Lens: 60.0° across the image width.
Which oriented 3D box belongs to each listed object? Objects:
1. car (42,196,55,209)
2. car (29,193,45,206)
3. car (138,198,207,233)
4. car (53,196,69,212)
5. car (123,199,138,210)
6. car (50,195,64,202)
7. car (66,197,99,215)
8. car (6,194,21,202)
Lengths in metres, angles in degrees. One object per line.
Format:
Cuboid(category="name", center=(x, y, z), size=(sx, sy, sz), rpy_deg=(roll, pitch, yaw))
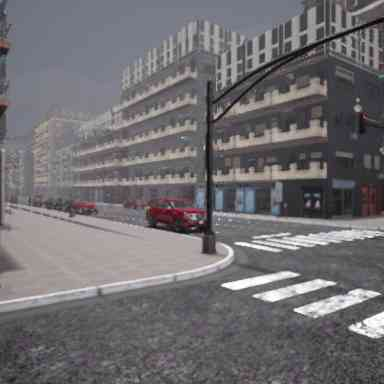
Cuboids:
Cuboid(category="car", center=(-17.579, 1.495, 43.043), size=(1.947, 1.339, 4.313), rpy_deg=(1, 0, -36))
Cuboid(category="car", center=(-24.222, 1.220, 52.217), size=(2.192, 1.841, 5.009), rpy_deg=(0, 0, -36))
Cuboid(category="car", center=(-0.962, 1.323, 20.103), size=(2.192, 1.841, 5.009), rpy_deg=(1, 0, -36))
Cuboid(category="car", center=(-14.256, 1.510, 38.454), size=(1.947, 1.339, 4.313), rpy_deg=(1, 0, -36))
Cuboid(category="car", center=(-7.469, 1.570, 43.371), size=(1.802, 1.307, 4.206), rpy_deg=(1, 0, -36))
Cuboid(category="car", center=(-30.727, 1.483, 75.481), size=(2.008, 1.369, 4.403), rpy_deg=(0, 0, -36))
Cuboid(category="car", center=(-10.932, 1.503, 33.866), size=(1.887, 1.381, 4.507), rpy_deg=(1, 0, -36))
Cuboid(category="car", center=(-37.516, 1.470, 70.566), size=(1.802, 1.307, 4.206), rpy_deg=(0, 0, -36))
